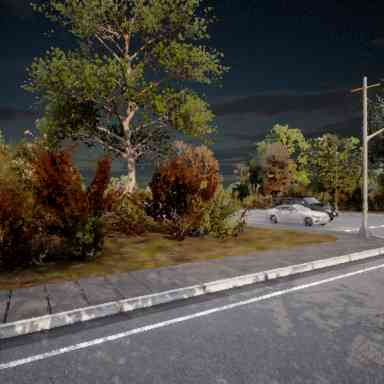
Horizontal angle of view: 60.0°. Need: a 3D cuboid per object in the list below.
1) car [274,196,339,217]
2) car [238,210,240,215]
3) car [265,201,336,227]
[{"bbox_3d":[9.049,1.316,27.235,2.150,2.045,5.566,0,-1,-37],"label":"car"},{"bbox_3d":[2.819,1.589,34.508,2.097,1.767,4.553,0,-1,-42],"label":"car"},{"bbox_3d":[7.365,1.600,23.641,1.812,1.442,4.674,0,-1,-38],"label":"car"}]
